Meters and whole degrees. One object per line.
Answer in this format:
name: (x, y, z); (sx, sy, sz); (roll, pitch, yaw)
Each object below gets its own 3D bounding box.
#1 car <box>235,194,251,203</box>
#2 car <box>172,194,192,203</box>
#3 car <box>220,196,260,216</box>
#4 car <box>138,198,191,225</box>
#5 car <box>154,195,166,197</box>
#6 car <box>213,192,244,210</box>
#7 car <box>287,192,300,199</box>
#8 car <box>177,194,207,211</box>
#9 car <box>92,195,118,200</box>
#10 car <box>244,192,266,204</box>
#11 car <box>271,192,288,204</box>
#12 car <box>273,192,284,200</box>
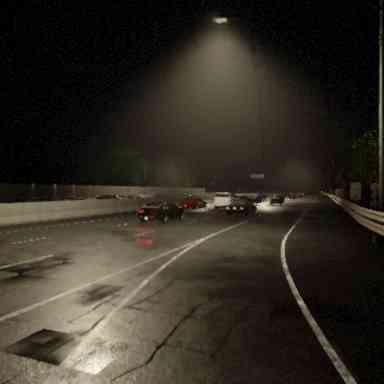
car: (9.625, 1.215, 62.846); (1.882, 1.535, 5.008); (0, 0, 21)
car: (-1.822, 1.244, 62.406); (1.837, 1.490, 4.892); (0, 0, 22)
car: (4.522, 1.409, 30.476); (2.033, 1.411, 5.357); (0, 0, 21)
car: (-2.021, 1.399, 23.397); (1.837, 1.490, 4.892); (0, 0, 21)
car: (-6.037, 1.272, 61.251); (1.812, 1.442, 4.674); (0, 0, 22)
car: (4.206, 1.049, 39.254); (2.150, 2.045, 5.566); (0, 0, 21)
car: (26.939, 1.195, 88.281); (1.812, 1.442, 4.674); (0, 0, 21)
car: (0.200, 1.310, 38.628); (1.882, 1.535, 5.008); (0, 0, 21)
car: (-12.032, 1.160, 45.989); (2.097, 1.767, 4.553); (0, 0, 22)
car: (10.353, 1.256, 55.046); (2.128, 1.511, 4.902); (0, 0, 21)
car: (14.333, 1.253, 55.629); (2.128, 1.511, 4.902); (0, 0, 21)
car: (22.626, 0.897, 86.818); (2.150, 2.045, 5.566); (0, 0, 21)
